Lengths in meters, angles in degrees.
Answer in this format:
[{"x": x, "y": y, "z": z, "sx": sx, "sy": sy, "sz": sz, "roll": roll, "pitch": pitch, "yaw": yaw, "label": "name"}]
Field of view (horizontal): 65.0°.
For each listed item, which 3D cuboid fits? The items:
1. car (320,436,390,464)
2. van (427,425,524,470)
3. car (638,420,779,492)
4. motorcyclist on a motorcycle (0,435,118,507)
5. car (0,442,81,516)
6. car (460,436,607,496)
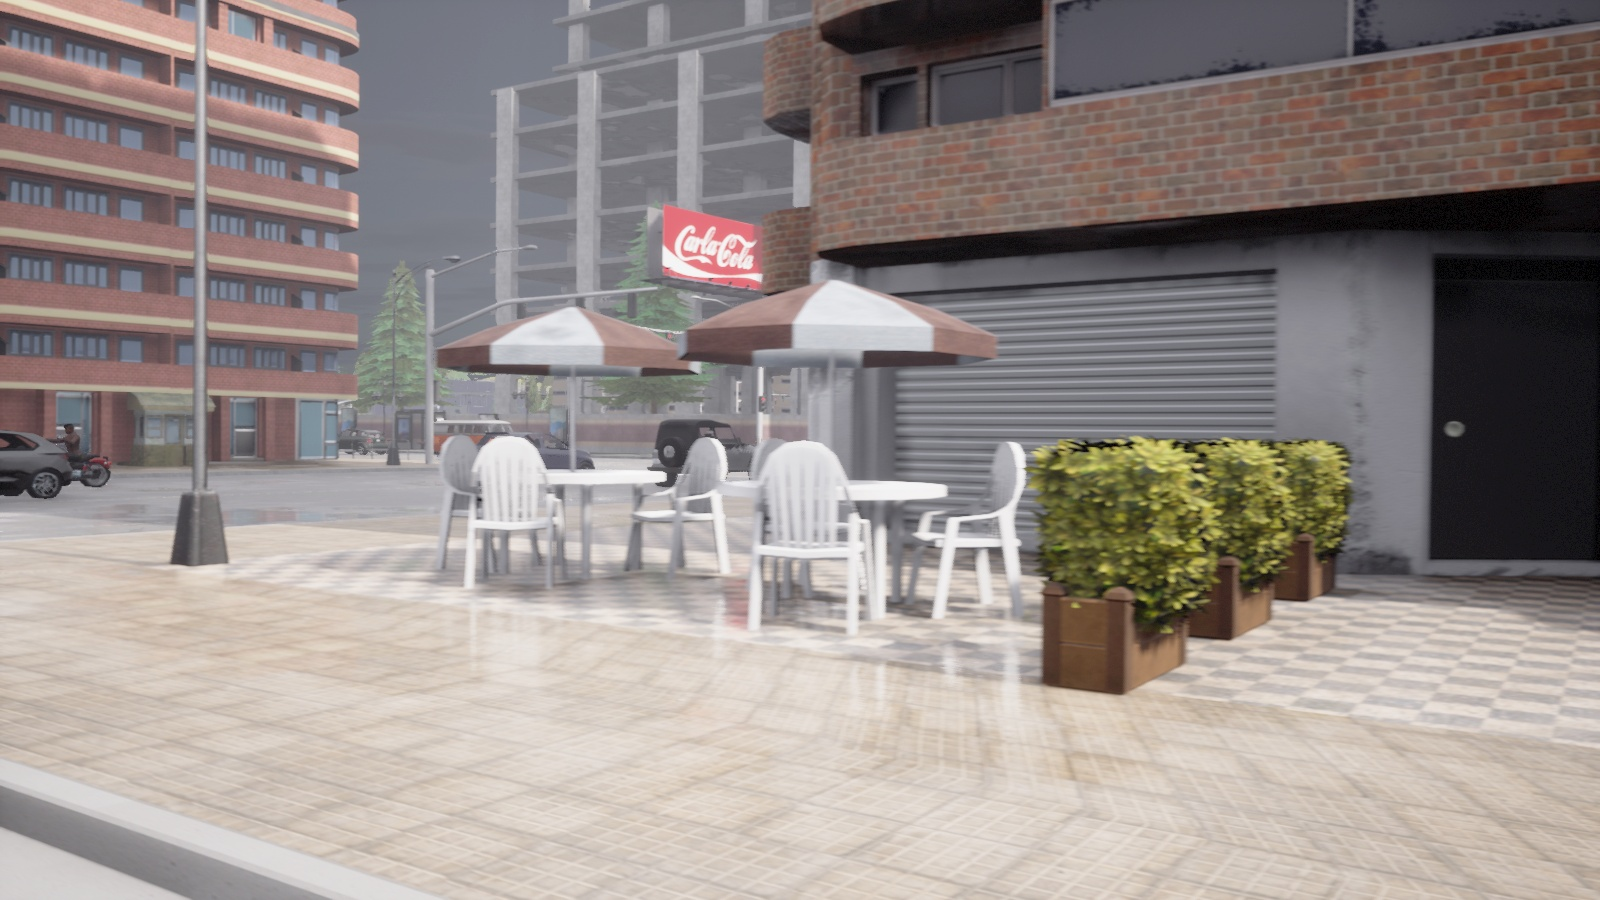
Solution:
[{"x": -26.095, "y": -0.002, "z": 73.674, "sx": 3.705, "sy": 1.549, "sz": 1.789, "roll": 0, "pitch": 1, "yaw": 26, "label": "car"}, {"x": -14.942, "y": -0.110, "z": 57.693, "sx": 4.442, "sy": 1.987, "sz": 1.775, "roll": 0, "pitch": 1, "yaw": 33, "label": "van"}, {"x": -2.478, "y": 0.130, "z": 34.887, "sx": 1.905, "sy": 1.878, "sz": 3.866, "roll": 0, "pitch": 1, "yaw": 34, "label": "car"}, {"x": -17.997, "y": 0.484, "z": 30.561, "sx": 0.766, "sy": 1.649, "sz": 2.350, "roll": 0, "pitch": 1, "yaw": 34, "label": "motorcyclist on a motorcycle"}, {"x": -17.208, "y": 0.610, "z": 25.442, "sx": 1.816, "sy": 1.474, "sz": 4.193, "roll": 0, "pitch": 1, "yaw": 34, "label": "car"}, {"x": -7.183, "y": 0.401, "z": 34.145, "sx": 1.845, "sy": 1.501, "sz": 3.633, "roll": 0, "pitch": 1, "yaw": 34, "label": "car"}]
